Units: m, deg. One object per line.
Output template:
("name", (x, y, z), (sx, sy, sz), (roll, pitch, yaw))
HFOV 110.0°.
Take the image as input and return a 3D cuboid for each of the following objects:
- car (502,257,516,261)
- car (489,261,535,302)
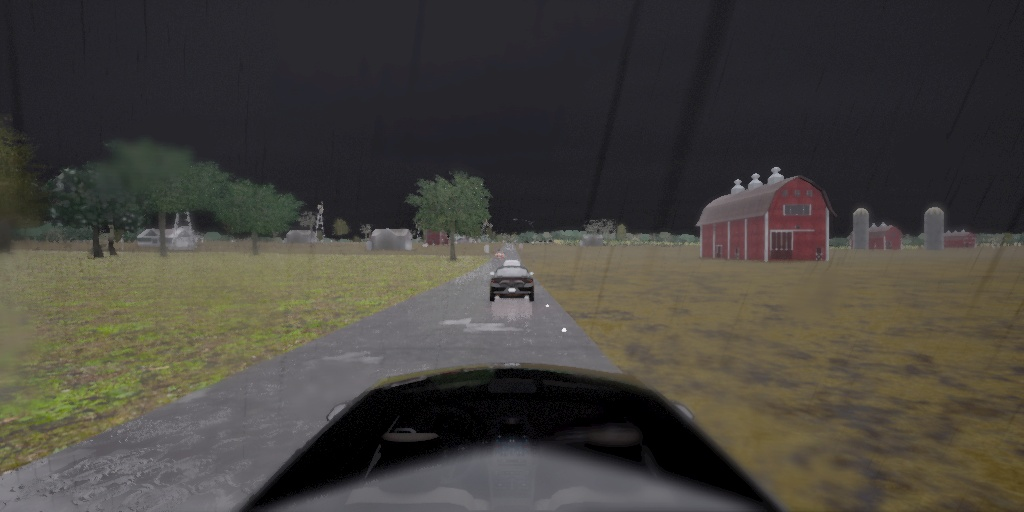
("car", (0.000, 1.102, 31.495), (1.812, 1.442, 4.674), (0, 0, 0))
("car", (0.000, 1.158, 16.496), (1.882, 1.535, 5.008), (0, 0, 0))
